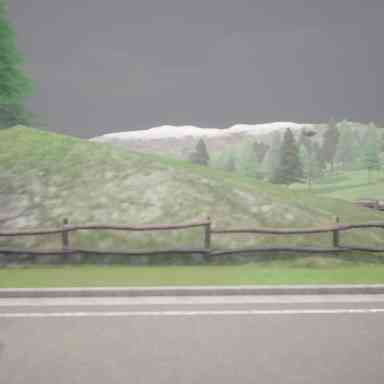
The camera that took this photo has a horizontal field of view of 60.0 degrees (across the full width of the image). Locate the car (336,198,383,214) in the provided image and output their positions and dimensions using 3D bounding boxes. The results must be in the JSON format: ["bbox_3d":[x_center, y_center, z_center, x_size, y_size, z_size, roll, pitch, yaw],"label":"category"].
[{"bbox_3d":[16.424,1.264,31.517,2.033,1.411,5.357,0,0,-28],"label":"car"}]
